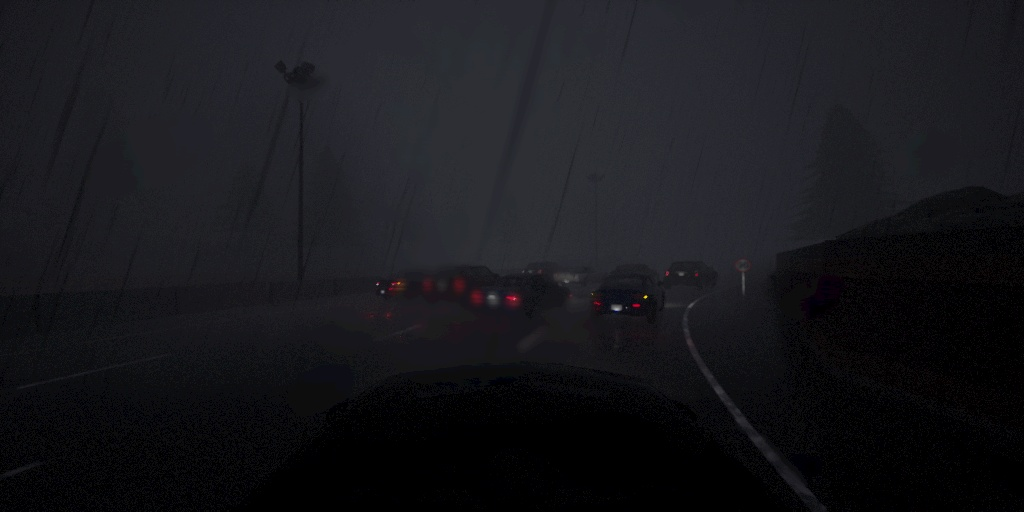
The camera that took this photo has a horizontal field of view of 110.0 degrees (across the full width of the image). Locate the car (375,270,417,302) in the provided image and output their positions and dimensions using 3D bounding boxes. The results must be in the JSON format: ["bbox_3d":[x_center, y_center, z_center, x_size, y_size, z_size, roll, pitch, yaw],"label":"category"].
[{"bbox_3d":[-4.639,1.414,18.054,1.812,1.442,4.674,-1,-1,30],"label":"car"}]

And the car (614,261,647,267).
[{"bbox_3d":[8.372,1.272,24.302,1.837,1.490,4.892,-1,0,41],"label":"car"}]

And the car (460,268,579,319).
[{"bbox_3d":[0.565,1.330,13.057,2.033,1.411,5.357,-1,-1,26],"label":"car"}]

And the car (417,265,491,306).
[{"bbox_3d":[-1.755,1.189,16.040,2.097,1.767,4.553,-1,0,28],"label":"car"}]

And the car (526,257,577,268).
[{"bbox_3d":[2.852,1.230,28.617,2.097,1.767,4.553,-1,0,41],"label":"car"}]

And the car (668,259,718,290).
[{"bbox_3d":[11.074,1.061,22.076,2.097,1.767,4.553,-1,0,41],"label":"car"}]

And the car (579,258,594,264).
[{"bbox_3d":[14.597,1.118,63.393,2.033,1.411,5.357,-1,1,42],"label":"car"}]

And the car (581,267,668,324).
[{"bbox_3d":[3.940,1.258,11.952,1.812,1.442,4.674,-1,-1,27],"label":"car"}]

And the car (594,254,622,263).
[{"bbox_3d":[16.555,0.761,60.363,2.150,2.045,5.566,-1,1,42],"label":"car"}]

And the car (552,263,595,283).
[{"bbox_3d":[5.217,1.428,26.019,1.895,1.301,4.718,-1,0,41],"label":"car"}]
